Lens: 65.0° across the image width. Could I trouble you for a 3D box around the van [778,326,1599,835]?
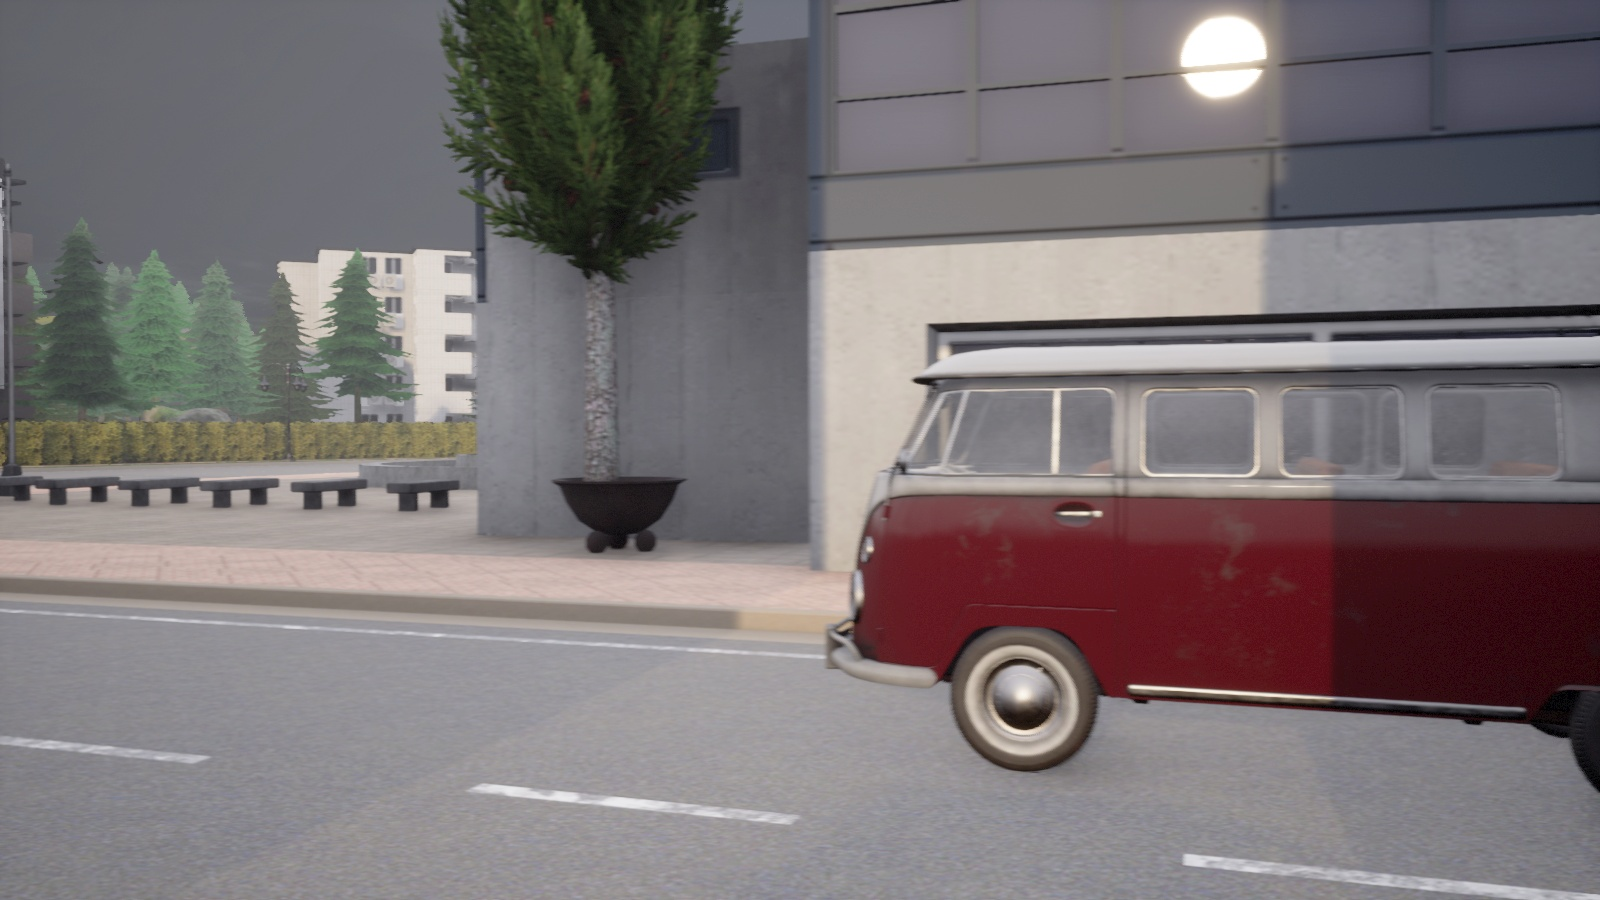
[{"bbox_3d":[2.286,0.490,6.114,4.442,1.987,1.775,1,1,19],"label":"van"}]
